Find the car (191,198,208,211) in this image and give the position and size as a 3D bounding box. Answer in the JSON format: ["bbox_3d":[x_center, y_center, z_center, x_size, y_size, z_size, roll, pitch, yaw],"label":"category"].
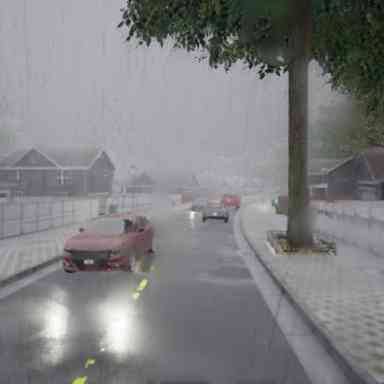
[{"bbox_3d":[1.108,1.419,38.337,1.837,1.490,4.892,1,0,12],"label":"car"}]

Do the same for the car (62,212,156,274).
[{"bbox_3d":[-2.413,1.462,10.812,1.882,1.535,5.008,0,0,4],"label":"car"}]

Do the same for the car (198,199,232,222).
[{"bbox_3d":[1.906,1.543,26.019,1.994,1.385,4.181,0,0,8],"label":"car"}]

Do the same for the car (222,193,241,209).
[{"bbox_3d":[5.128,1.143,43.268,2.150,2.045,5.566,1,1,13],"label":"car"}]
